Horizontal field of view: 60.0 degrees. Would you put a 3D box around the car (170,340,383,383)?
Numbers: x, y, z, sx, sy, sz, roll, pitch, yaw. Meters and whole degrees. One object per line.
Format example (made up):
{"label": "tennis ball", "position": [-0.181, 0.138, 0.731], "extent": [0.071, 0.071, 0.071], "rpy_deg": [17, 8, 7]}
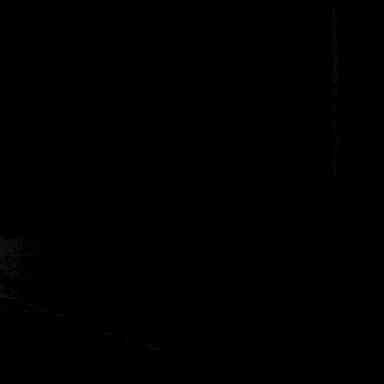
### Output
{"label": "car", "position": [1.679, 1.577, 1.881], "extent": [4.206, 1.307, 1.802], "rpy_deg": [-1, 0, 35]}
